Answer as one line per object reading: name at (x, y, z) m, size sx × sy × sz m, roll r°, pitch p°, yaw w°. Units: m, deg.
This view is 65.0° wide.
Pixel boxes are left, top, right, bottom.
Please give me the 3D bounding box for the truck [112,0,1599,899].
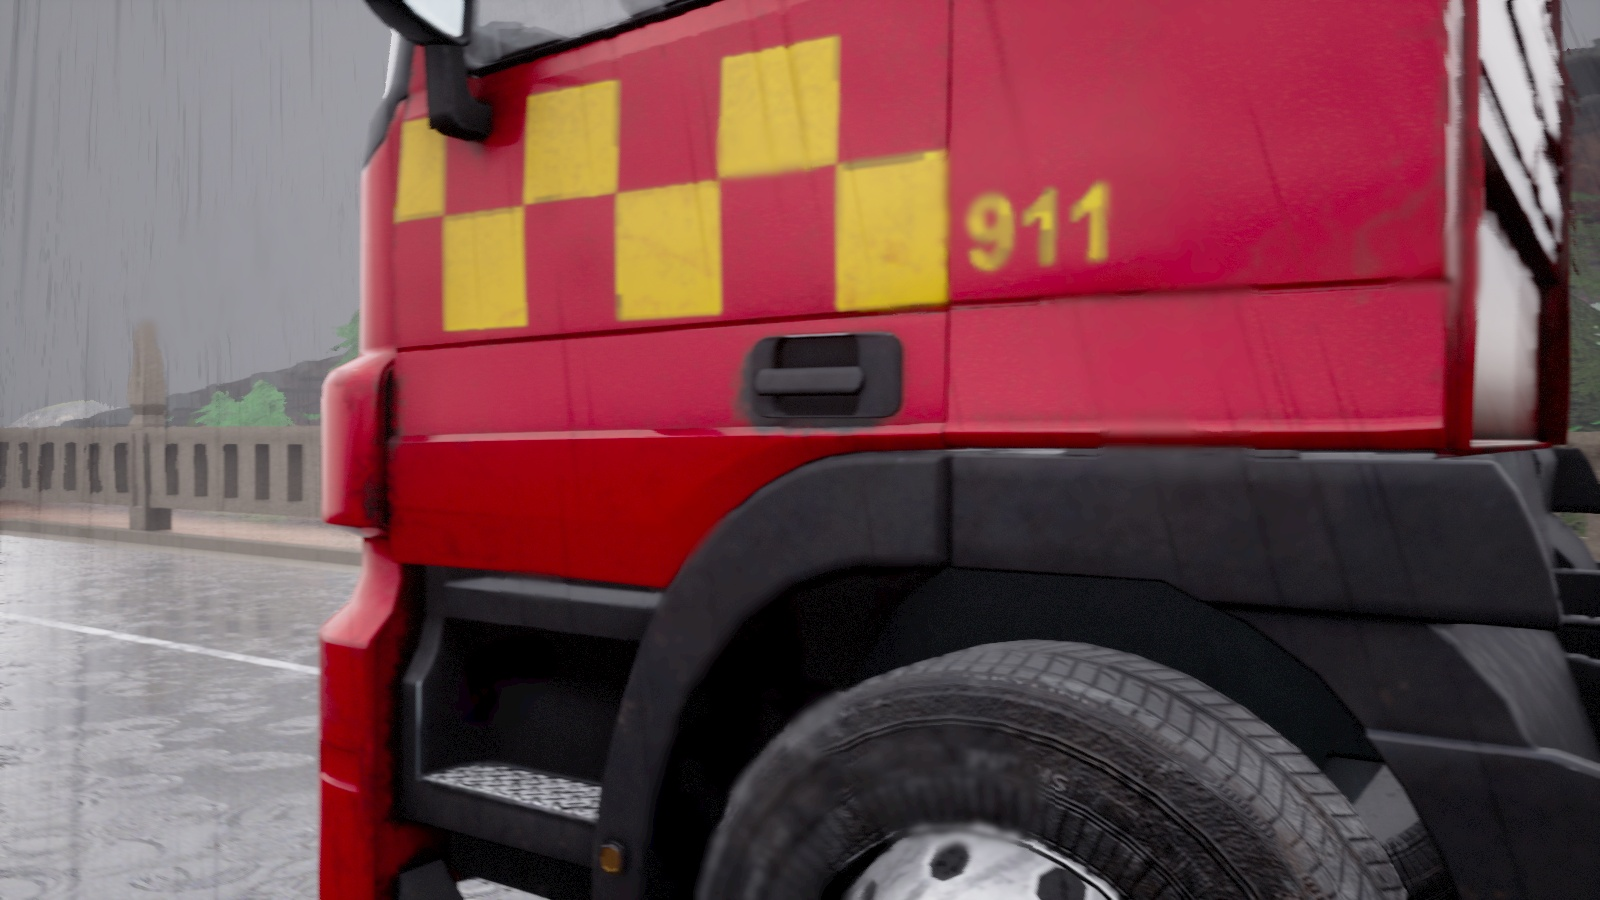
truck at (2.736, -0.469, 1.783) m, size 8.468 × 3.827 × 2.891 m, roll 0°, pitch 1°, yaw 34°
